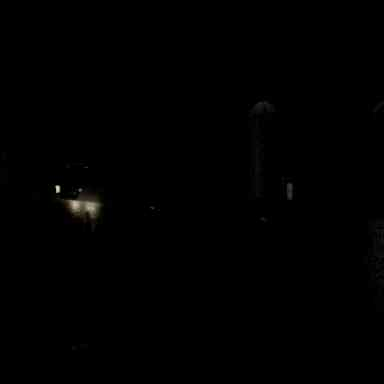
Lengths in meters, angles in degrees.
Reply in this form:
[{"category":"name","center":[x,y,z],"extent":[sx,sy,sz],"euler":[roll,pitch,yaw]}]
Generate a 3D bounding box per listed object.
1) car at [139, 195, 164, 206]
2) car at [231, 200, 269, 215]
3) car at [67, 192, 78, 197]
[{"category":"car","center":[-5.848,1.196,47.127],"extent":[1.837,1.490,4.892],"euler":[0,1,-36]},{"category":"car","center":[5.568,1.438,31.282],"extent":[1.994,1.385,4.181],"euler":[0,1,-36]},{"category":"car","center":[-31.330,0.633,87.332],"extent":[1.994,1.385,4.181],"euler":[0,1,-36]}]
